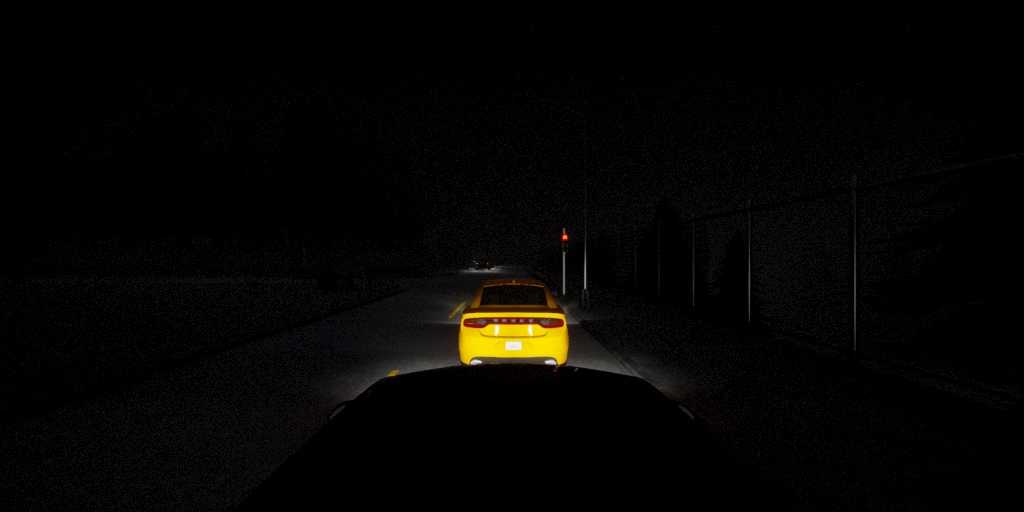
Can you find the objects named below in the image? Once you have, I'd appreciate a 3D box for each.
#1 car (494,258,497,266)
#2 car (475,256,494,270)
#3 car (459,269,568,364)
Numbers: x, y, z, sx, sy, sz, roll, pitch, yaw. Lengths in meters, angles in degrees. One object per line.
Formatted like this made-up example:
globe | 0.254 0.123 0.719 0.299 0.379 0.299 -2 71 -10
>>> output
car | -4.108 1.351 62.224 1.895 1.301 4.718 0 0 0
car | -4.122 1.102 51.948 2.097 1.767 4.553 0 0 0
car | 0.043 1.228 7.979 1.882 1.535 5.008 0 0 0
